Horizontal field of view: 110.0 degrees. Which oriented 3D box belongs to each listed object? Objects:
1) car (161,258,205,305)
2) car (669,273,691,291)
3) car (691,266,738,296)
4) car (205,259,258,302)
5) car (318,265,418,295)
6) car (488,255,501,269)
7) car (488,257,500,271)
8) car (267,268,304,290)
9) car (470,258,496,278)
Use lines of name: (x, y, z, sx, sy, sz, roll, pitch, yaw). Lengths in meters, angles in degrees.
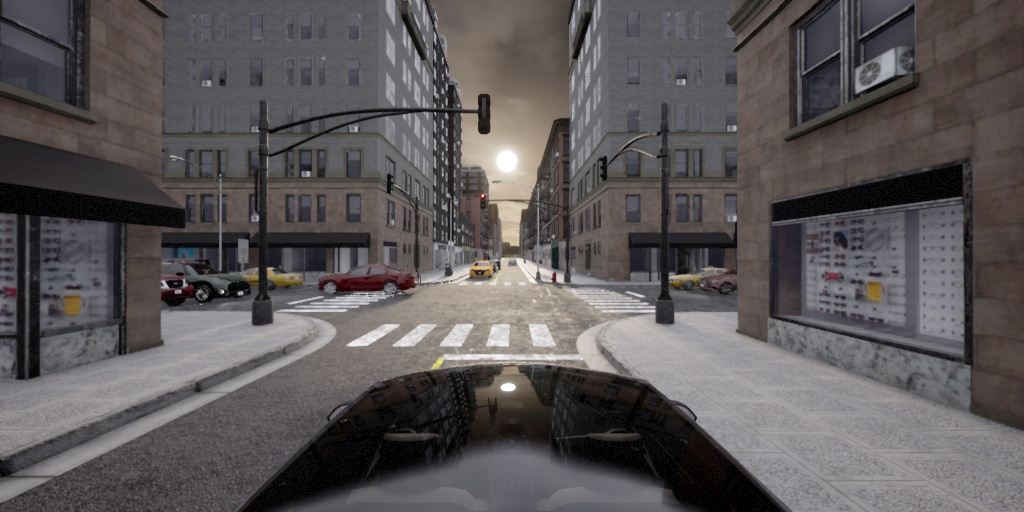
car: (-15.090, 1.031, 13.505, 5.009, 1.841, 2.192, 0, 0, 0)
car: (11.650, 1.298, 21.471, 4.829, 1.417, 1.751, 0, 0, 0)
car: (12.379, 1.289, 18.938, 4.674, 1.442, 1.812, 0, 0, 0)
car: (-14.378, 1.079, 16.045, 4.553, 1.767, 2.097, 0, 0, 0)
car: (-7.552, 1.223, 18.978, 5.008, 1.535, 1.882, 0, 0, 0)
car: (-2.799, 0.938, 54.851, 2.150, 2.045, 5.566, 0, 0, 0)
car: (-2.814, 1.232, 44.258, 1.837, 1.490, 4.892, 0, 0, 0)
car: (-15.234, 1.274, 21.531, 4.829, 1.417, 1.751, 0, 0, 0)
car: (-2.820, 1.212, 33.855, 1.882, 1.535, 5.008, 0, 0, 0)
